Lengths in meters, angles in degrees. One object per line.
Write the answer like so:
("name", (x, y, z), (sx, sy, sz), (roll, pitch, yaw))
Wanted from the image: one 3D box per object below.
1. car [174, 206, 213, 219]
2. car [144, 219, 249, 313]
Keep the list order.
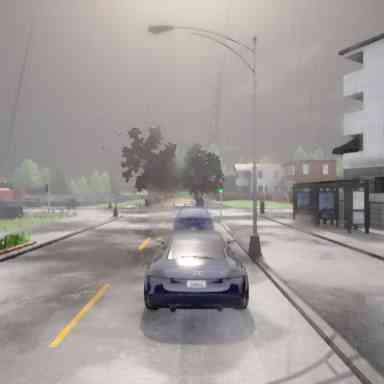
("car", (0.072, 1.471, 16.953), (1.882, 1.535, 5.008), (0, 0, 0))
("car", (0.087, 1.561, 7.769), (1.994, 1.385, 4.181), (0, 0, 0))
